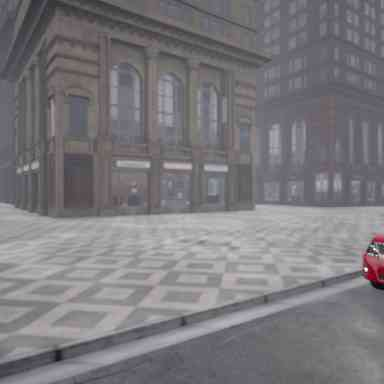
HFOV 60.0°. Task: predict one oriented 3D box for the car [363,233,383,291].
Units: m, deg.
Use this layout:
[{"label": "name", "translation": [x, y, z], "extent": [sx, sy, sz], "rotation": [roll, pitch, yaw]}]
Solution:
[{"label": "car", "translation": [6.362, 1.231, 7.920], "extent": [5.566, 2.045, 2.150], "rotation": [0, 0, -36]}]
